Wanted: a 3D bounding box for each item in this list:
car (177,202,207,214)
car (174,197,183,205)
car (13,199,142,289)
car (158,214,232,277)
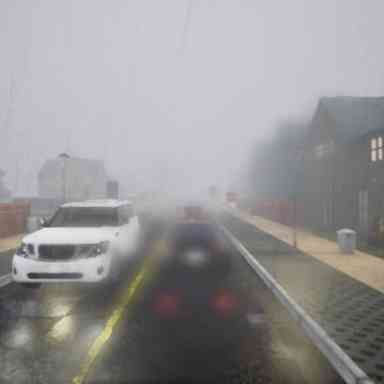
[{"bbox_3d":[0.045,1.611,22.504,1.812,1.442,4.674,0,0,-1],"label":"car"},{"bbox_3d":[-2.723,1.809,67.520,2.033,1.411,5.357,0,0,0],"label":"car"},{"bbox_3d":[-2.842,1.258,9.643,2.150,2.045,5.566,0,0,0],"label":"car"},{"bbox_3d":[0.088,1.604,10.355,1.994,1.385,4.181,0,0,0],"label":"car"}]
